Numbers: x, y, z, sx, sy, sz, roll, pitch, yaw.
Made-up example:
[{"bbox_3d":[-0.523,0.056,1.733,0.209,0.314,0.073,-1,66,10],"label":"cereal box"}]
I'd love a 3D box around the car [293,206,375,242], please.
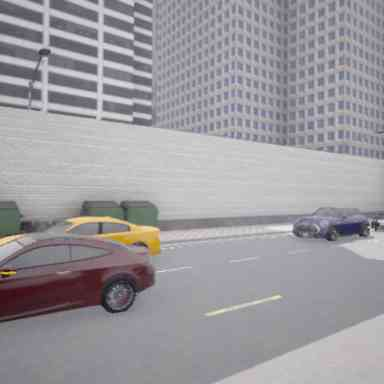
[{"bbox_3d":[7.498,1.565,17.865,4.553,1.767,2.097,1,0,-35],"label":"car"}]

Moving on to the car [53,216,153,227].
[{"bbox_3d":[-3.339,1.516,10.198,5.008,1.535,1.882,1,-1,-35],"label":"car"}]

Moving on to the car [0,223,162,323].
[{"bbox_3d":[-2.907,1.539,6.216,4.674,1.442,1.812,1,0,-35],"label":"car"}]

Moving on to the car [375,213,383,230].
[{"bbox_3d":[13.984,1.839,22.341,4.902,1.511,2.128,1,-1,-35],"label":"car"}]
